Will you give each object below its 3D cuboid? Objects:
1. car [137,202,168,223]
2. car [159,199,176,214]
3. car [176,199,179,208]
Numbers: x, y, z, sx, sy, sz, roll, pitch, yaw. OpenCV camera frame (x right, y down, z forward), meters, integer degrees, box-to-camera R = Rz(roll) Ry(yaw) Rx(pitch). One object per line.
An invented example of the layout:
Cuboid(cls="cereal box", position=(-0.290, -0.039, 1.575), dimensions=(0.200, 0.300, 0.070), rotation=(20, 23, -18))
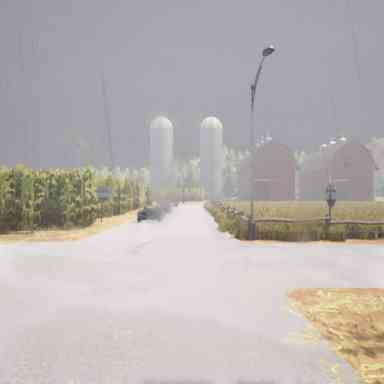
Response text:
Cuboid(cls="car", position=(-3.269, 1.730, 27.158), dimensions=(1.895, 1.301, 4.718), rotation=(0, -1, 0))
Cuboid(cls="car", position=(-3.293, 1.784, 38.718), dimensions=(2.033, 1.411, 5.357), rotation=(0, 0, 0))
Cuboid(cls="car", position=(-3.246, 1.845, 55.329), dimensions=(2.128, 1.511, 4.902), rotation=(0, 0, 0))
